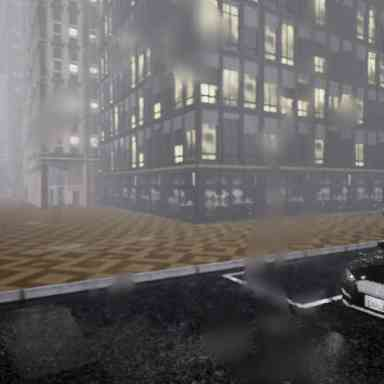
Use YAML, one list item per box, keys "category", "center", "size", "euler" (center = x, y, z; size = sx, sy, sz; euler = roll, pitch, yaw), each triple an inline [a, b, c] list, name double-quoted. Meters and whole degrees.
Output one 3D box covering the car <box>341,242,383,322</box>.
- category: "car"
  center: [4.854, 1.384, 6.151]
  size: [4.902, 1.511, 2.128]
  euler: [0, 1, -30]
